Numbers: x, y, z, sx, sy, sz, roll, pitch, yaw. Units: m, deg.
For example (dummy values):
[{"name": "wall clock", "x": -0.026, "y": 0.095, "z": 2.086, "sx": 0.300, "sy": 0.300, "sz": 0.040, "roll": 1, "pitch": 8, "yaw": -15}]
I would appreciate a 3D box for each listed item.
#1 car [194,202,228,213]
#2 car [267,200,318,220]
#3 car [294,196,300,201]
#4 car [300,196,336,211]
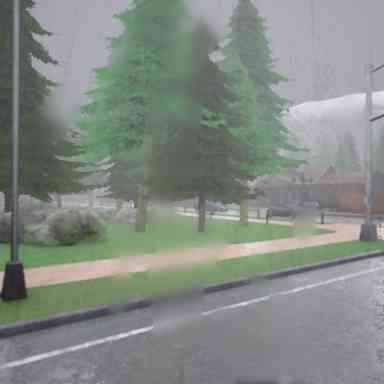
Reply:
[{"name": "car", "x": 2.184, "y": 1.654, "z": 39.083, "sx": 2.128, "sy": 1.511, "sz": 4.902, "roll": 1, "pitch": 0, "yaw": -37}, {"name": "car", "x": 8.792, "y": 1.727, "z": 30.279, "sx": 1.994, "sy": 1.385, "sz": 4.181, "roll": 1, "pitch": 0, "yaw": -37}, {"name": "car", "x": 14.366, "y": 1.428, "z": 43.761, "sx": 3.866, "sy": 1.878, "sz": 1.905, "roll": 1, "pitch": 0, "yaw": -37}, {"name": "car", "x": 16.189, "y": 1.429, "z": 41.987, "sx": 4.605, "sy": 1.855, "sz": 1.932, "roll": 1, "pitch": 0, "yaw": -37}]
